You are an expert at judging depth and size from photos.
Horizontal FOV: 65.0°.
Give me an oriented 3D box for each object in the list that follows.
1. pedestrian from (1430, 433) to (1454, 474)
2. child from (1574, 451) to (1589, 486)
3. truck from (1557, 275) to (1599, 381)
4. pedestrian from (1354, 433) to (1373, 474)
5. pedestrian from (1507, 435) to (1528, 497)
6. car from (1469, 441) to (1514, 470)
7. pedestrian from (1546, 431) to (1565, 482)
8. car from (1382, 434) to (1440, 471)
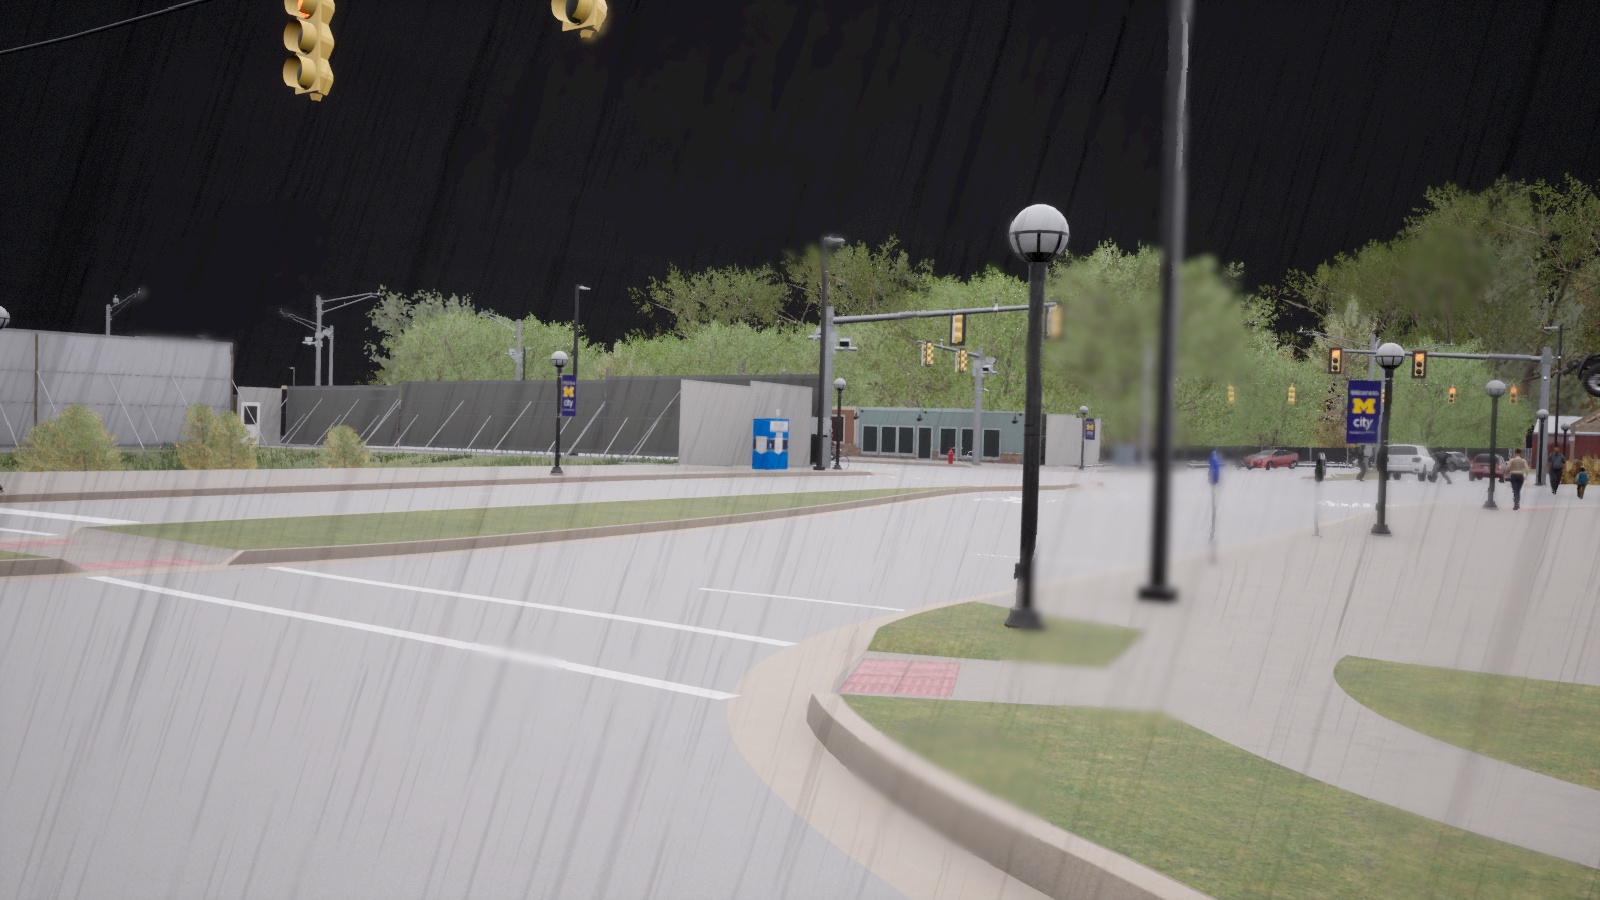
[{"bbox_3d":[30.003,0.173,58.679,0.849,1.883,0.563,2,2,42],"label":"pedestrian"},{"bbox_3d":[27.390,0.649,44.014,0.343,1.192,0.448,1,2,26],"label":"child"},{"bbox_3d":[30.167,-4.364,42.207,7.936,3.462,2.891,-3,2,32],"label":"truck"},{"bbox_3d":[26.992,0.151,60.146,0.395,1.930,0.692,-1,2,-44],"label":"pedestrian"},{"bbox_3d":[21.337,0.464,37.361,0.345,1.836,0.594,1,2,14],"label":"pedestrian"},{"bbox_3d":[40.740,0.294,73.916,1.851,1.617,3.988,0,1,36],"label":"car"},{"bbox_3d":[27.984,0.238,46.521,0.540,1.848,0.694,2,2,29],"label":"pedestrian"},{"bbox_3d":[35.006,0.159,71.877,2.150,2.045,5.566,0,0,35],"label":"car"}]
